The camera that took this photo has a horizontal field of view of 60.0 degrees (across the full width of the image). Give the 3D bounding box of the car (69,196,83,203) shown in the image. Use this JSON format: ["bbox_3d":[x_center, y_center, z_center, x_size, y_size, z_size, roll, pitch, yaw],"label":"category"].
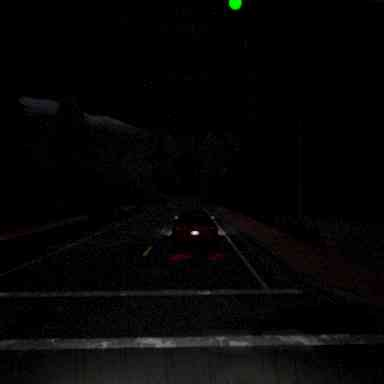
[{"bbox_3d":[-24.910,1.457,71.756,1.932,1.855,4.605,0,0,-1],"label":"car"}]

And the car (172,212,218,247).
[{"bbox_3d":[0.122,1.616,15.311,1.994,1.385,4.181,0,0,0],"label":"car"}]
